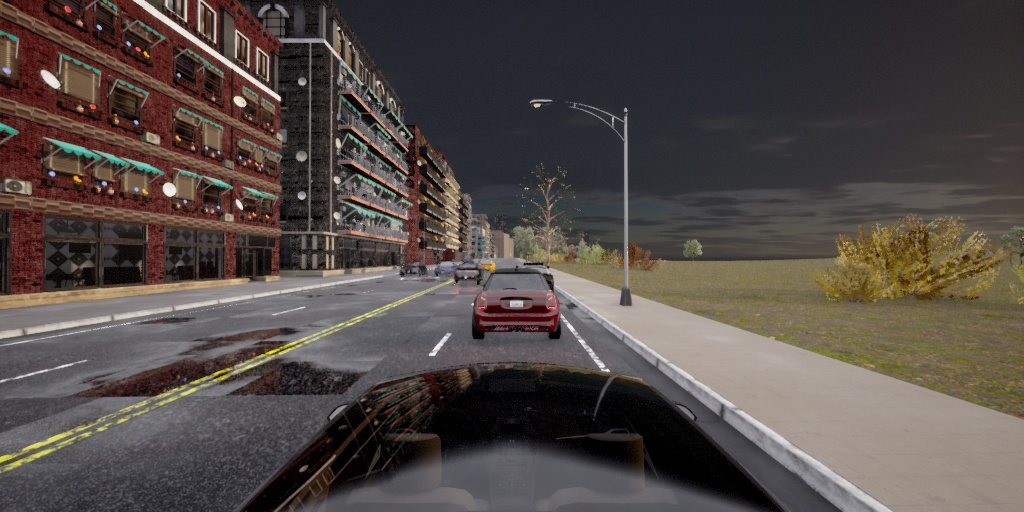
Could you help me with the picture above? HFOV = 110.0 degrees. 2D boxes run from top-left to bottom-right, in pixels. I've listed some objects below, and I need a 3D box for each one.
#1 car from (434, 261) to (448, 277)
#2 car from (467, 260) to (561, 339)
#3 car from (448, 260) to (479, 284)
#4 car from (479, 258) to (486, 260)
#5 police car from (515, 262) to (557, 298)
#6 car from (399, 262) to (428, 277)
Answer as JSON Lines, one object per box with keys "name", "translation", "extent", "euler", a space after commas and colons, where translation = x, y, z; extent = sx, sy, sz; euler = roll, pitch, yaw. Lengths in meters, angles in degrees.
{"name": "car", "translation": [-6.540, 1.279, 36.154], "extent": [1.812, 1.442, 4.674], "euler": [0, 0, 0]}
{"name": "car", "translation": [0.111, 1.104, 10.221], "extent": [2.097, 1.767, 4.553], "euler": [0, 0, 0]}
{"name": "car", "translation": [-3.106, 1.245, 26.755], "extent": [2.128, 1.511, 4.902], "euler": [0, 0, 0]}
{"name": "car", "translation": [-3.076, 1.232, 44.126], "extent": [1.882, 1.535, 5.008], "euler": [0, -1, 0]}
{"name": "police car", "translation": [1.169, 1.178, 19.717], "extent": [1.930, 1.638, 5.238], "euler": [0, 0, 0]}
{"name": "car", "translation": [-9.791, 1.318, 35.888], "extent": [1.994, 1.385, 4.181], "euler": [0, 0, 0]}
